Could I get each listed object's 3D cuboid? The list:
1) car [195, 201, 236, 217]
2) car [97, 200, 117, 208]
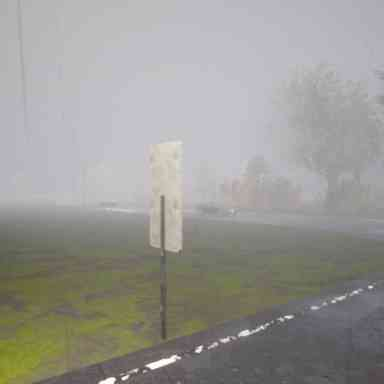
[{"bbox_3d":[2.342,1.675,33.431,2.128,1.511,4.902,0,0,-38],"label":"car"},{"bbox_3d":[-14.129,1.953,55.221,1.895,1.301,4.718,0,0,-36],"label":"car"}]
